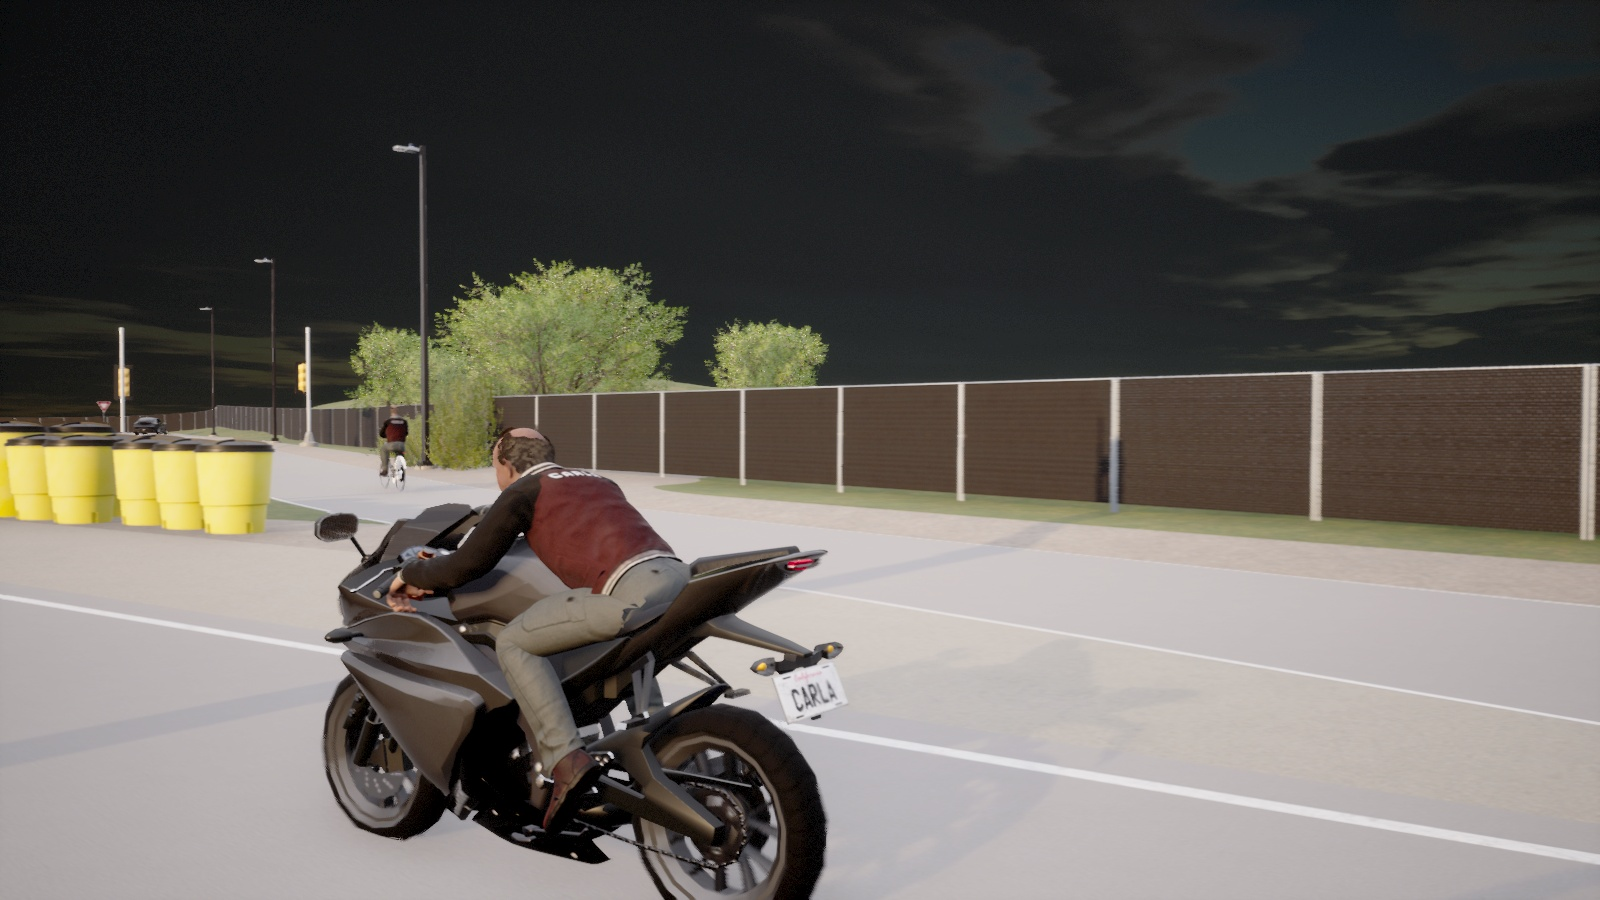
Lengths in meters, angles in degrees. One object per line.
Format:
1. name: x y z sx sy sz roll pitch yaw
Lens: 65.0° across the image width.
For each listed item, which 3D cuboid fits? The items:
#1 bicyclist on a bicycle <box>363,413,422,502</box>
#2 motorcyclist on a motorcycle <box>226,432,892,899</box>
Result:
1. bicyclist on a bicycle: -8.447 0.120 26.007 0.659 1.776 1.843 -2 2 -34
2. motorcyclist on a motorcycle: -0.867 0.718 4.201 2.191 1.530 0.866 0 1 34
